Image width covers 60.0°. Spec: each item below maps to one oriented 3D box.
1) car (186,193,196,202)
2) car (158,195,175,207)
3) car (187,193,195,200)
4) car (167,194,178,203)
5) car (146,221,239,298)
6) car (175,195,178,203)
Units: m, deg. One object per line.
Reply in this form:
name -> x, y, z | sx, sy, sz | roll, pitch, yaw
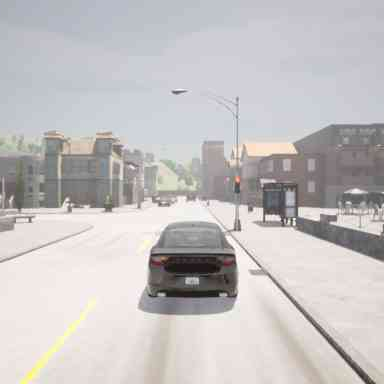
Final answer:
car -> -0.205, 1.216, 76.702 | 2.150, 2.045, 5.566 | 0, 0, 0
car -> -4.233, 1.491, 52.020 | 2.128, 1.511, 4.902 | 0, 0, 0
car -> -0.234, 1.187, 87.062 | 2.097, 1.767, 4.553 | 0, 0, 0
car -> -4.190, 1.355, 71.183 | 2.097, 1.767, 4.553 | 0, 0, 0
car -> 0.027, 1.478, 8.575 | 1.882, 1.535, 5.008 | 0, 0, 0
car -> -4.229, 1.352, 61.120 | 2.097, 1.767, 4.553 | 0, 0, 0
